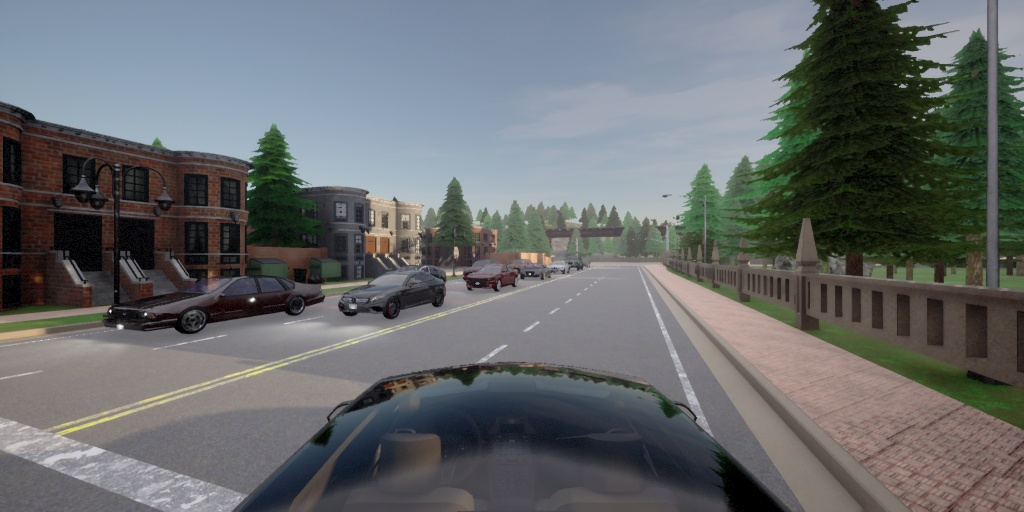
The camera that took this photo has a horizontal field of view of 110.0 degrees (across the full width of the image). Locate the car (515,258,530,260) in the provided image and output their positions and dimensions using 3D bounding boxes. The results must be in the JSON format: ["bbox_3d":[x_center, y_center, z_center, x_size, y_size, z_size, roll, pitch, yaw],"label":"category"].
[{"bbox_3d":[0.949,1.102,38.802,2.097,1.767,4.553,0,0,19],"label":"car"}]

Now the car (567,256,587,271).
[{"bbox_3d":[8.742,0.972,50.841,2.150,2.045,5.566,0,0,19],"label":"car"}]

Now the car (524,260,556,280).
[{"bbox_3d":[2.147,1.314,31.414,1.994,1.385,4.181,0,0,20],"label":"car"}]

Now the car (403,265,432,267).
[{"bbox_3d":[-5.430,1.242,20.028,2.128,1.511,4.902,0,0,18],"label":"car"}]

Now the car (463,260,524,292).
[{"bbox_3d":[-1.081,1.228,21.932,1.882,1.535,5.008,0,0,19],"label":"car"}]

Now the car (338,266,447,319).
[{"bbox_3d":[-4.081,1.276,13.099,1.812,1.442,4.674,0,0,19],"label":"car"}]

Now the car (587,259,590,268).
[{"bbox_3d":[12.215,1.255,61.012,1.837,1.490,4.892,0,0,19],"label":"car"}]

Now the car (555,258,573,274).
[{"bbox_3d":[5.382,1.276,40.966,1.812,1.442,4.674,0,0,19],"label":"car"}]

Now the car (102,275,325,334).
[{"bbox_3d":[-8.475,1.297,11.052,2.033,1.411,5.357,0,0,19],"label":"car"}]
